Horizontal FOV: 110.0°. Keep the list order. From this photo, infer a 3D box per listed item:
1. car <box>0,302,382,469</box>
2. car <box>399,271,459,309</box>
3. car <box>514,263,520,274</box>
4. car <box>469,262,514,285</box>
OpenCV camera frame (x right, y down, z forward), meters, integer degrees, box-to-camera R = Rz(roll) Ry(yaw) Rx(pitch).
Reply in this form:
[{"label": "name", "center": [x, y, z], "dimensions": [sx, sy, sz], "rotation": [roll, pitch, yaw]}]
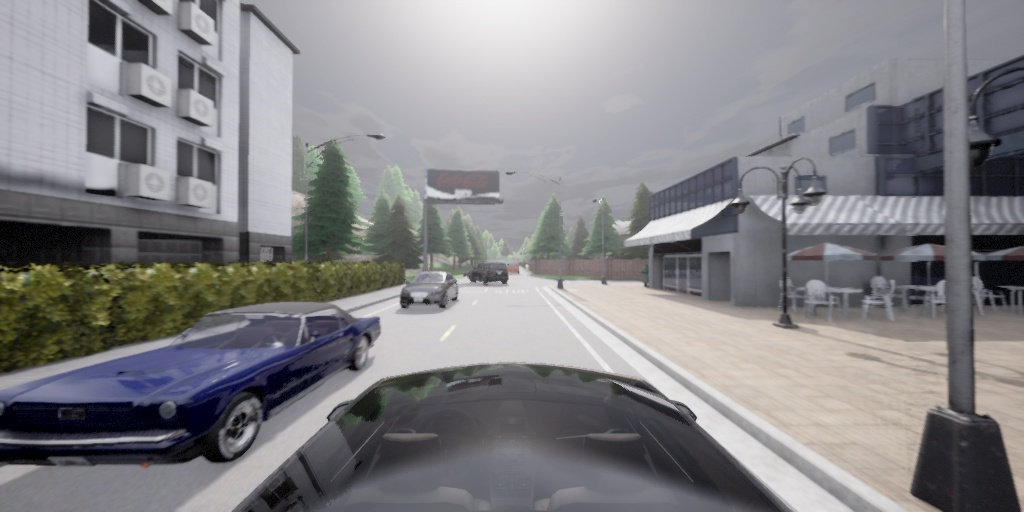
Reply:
[{"label": "car", "center": [-3.597, 1.401, 5.134], "dimensions": [1.895, 1.301, 4.718], "rotation": [0, -1, 0]}, {"label": "car", "center": [-3.579, 1.450, 16.228], "dimensions": [2.128, 1.511, 4.902], "rotation": [0, -1, 0]}, {"label": "car", "center": [0.070, 1.855, 54.663], "dimensions": [2.097, 1.767, 4.553], "rotation": [0, -1, 0]}, {"label": "car", "center": [-2.251, 1.591, 33.432], "dimensions": [2.150, 2.045, 5.566], "rotation": [1, 0, -25]}]
